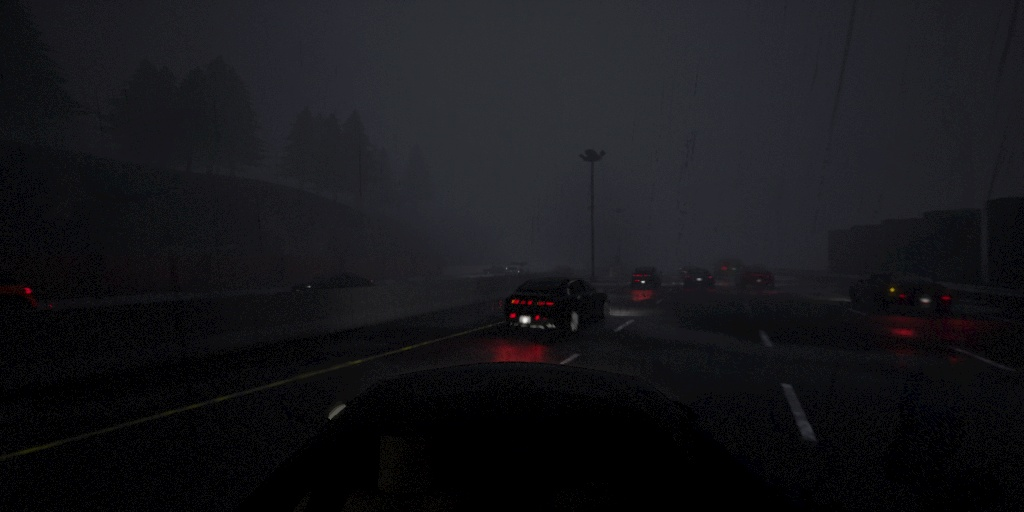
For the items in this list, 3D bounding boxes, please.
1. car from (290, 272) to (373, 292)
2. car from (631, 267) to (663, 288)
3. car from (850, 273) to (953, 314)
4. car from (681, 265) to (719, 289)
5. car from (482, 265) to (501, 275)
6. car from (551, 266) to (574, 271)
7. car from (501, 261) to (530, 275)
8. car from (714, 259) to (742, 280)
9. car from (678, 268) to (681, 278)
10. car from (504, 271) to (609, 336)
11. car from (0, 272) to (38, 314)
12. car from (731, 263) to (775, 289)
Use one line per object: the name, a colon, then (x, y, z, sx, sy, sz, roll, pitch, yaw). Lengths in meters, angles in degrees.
car: (-9.809, 1.580, 19.823, 1.994, 1.385, 4.181, -1, -1, 30)
car: (10.111, 1.550, 26.927, 1.837, 1.490, 4.892, 0, -1, 26)
car: (15.603, 1.393, 14.593, 1.812, 1.442, 4.674, -1, -1, 29)
car: (13.696, 1.590, 26.350, 1.994, 1.385, 4.181, -1, -1, 25)
car: (-2.460, 1.999, 51.068, 1.895, 1.301, 4.718, 0, -1, 20)
car: (6.318, 1.889, 44.770, 1.895, 1.301, 4.718, 0, -1, 22)
car: (0.844, 1.683, 49.917, 2.150, 2.045, 5.566, 0, -1, 20)
car: (21.744, 1.348, 36.010, 2.150, 2.045, 5.566, 0, -1, 22)
car: (18.442, 1.716, 37.183, 1.994, 1.385, 4.181, 0, -1, 22)
car: (1.573, 1.371, 11.094, 1.837, 1.490, 4.892, -1, -1, 31)
car: (-18.971, 1.288, 11.436, 2.097, 1.767, 4.553, -1, -1, 32)
car: (17.231, 1.483, 25.645, 1.882, 1.535, 5.008, -1, -1, 26)
